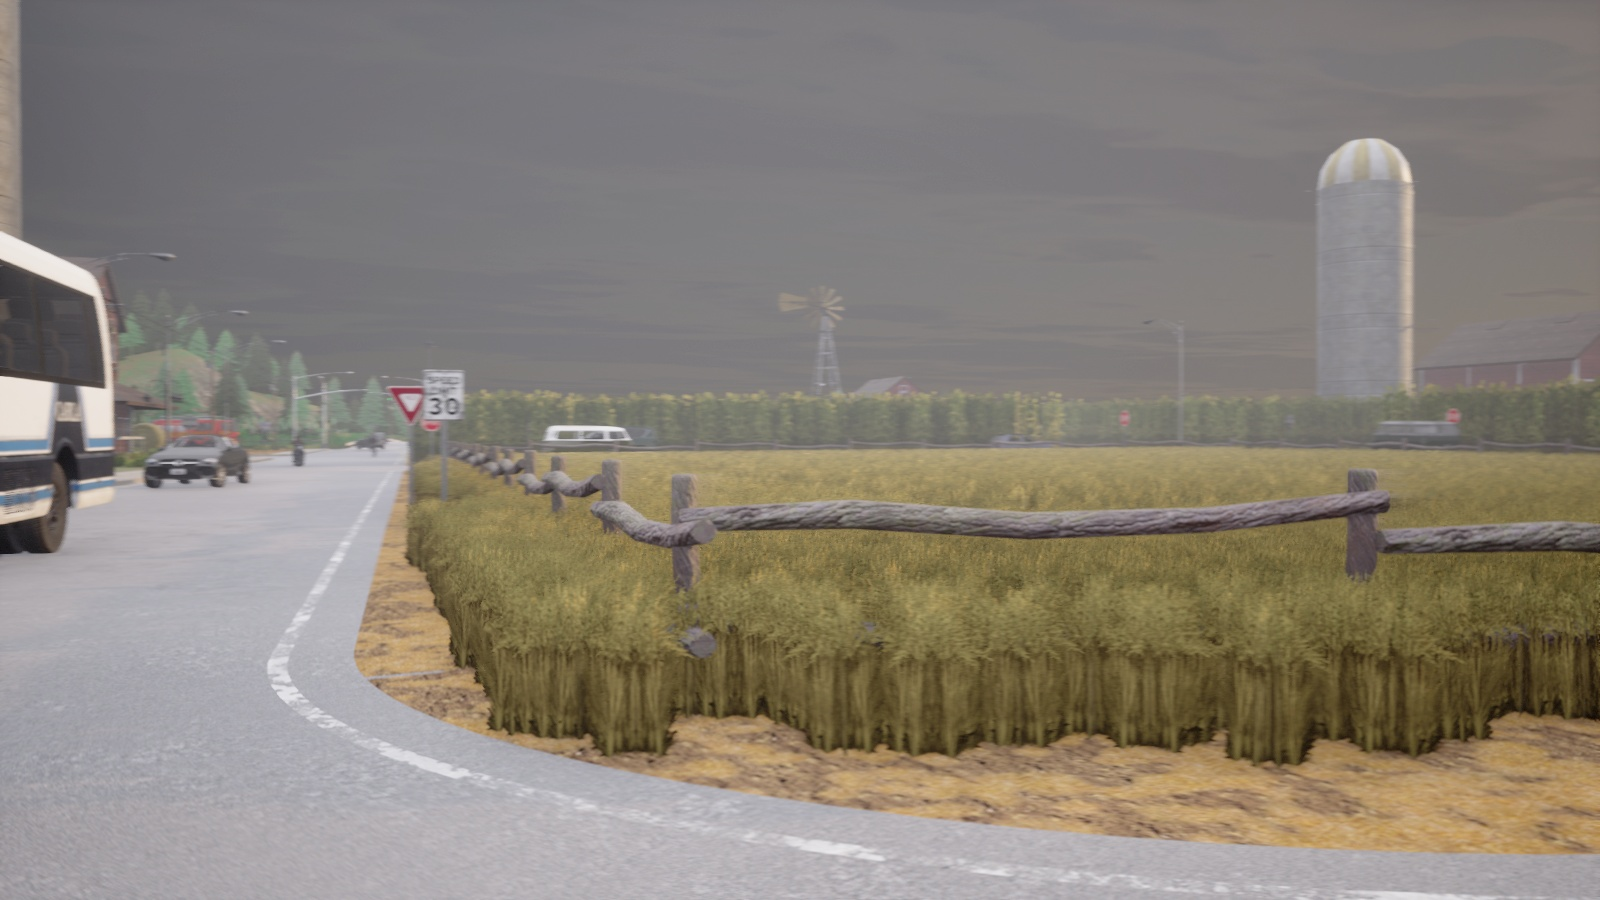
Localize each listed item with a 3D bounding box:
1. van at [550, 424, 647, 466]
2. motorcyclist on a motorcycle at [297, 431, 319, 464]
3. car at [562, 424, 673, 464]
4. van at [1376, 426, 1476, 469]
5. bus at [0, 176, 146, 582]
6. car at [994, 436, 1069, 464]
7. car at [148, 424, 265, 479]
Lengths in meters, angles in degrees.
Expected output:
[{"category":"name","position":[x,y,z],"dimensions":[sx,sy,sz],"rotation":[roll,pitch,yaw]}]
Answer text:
[{"category":"van","position":[-10.075,-0.260,62.765],"dimensions":[4.480,2.038,2.069],"rotation":[0,1,-19]},{"category":"motorcyclist on a motorcycle","position":[-25.585,-0.143,65.313],"dimensions":[0.766,1.649,2.350],"rotation":[1,1,-29]},{"category":"car","position":[-9.632,-0.304,66.174],"dimensions":[5.566,2.045,2.150],"rotation":[0,1,-16]},{"category":"van","position":[30.243,-0.171,60.846],"dimensions":[1.775,1.987,4.442],"rotation":[0,1,-16]},{"category":"bus","position":[-10.675,-0.772,14.039],"dimensions":[3.944,4.253,10.273],"rotation":[0,1,-16]},{"category":"car","position":[12.828,-0.012,69.593],"dimensions":[3.633,1.501,1.845],"rotation":[0,1,-16]},{"category":"car","position":[-18.872,0.024,40.200],"dimensions":[2.152,1.651,5.027],"rotation":[0,1,-10]}]
